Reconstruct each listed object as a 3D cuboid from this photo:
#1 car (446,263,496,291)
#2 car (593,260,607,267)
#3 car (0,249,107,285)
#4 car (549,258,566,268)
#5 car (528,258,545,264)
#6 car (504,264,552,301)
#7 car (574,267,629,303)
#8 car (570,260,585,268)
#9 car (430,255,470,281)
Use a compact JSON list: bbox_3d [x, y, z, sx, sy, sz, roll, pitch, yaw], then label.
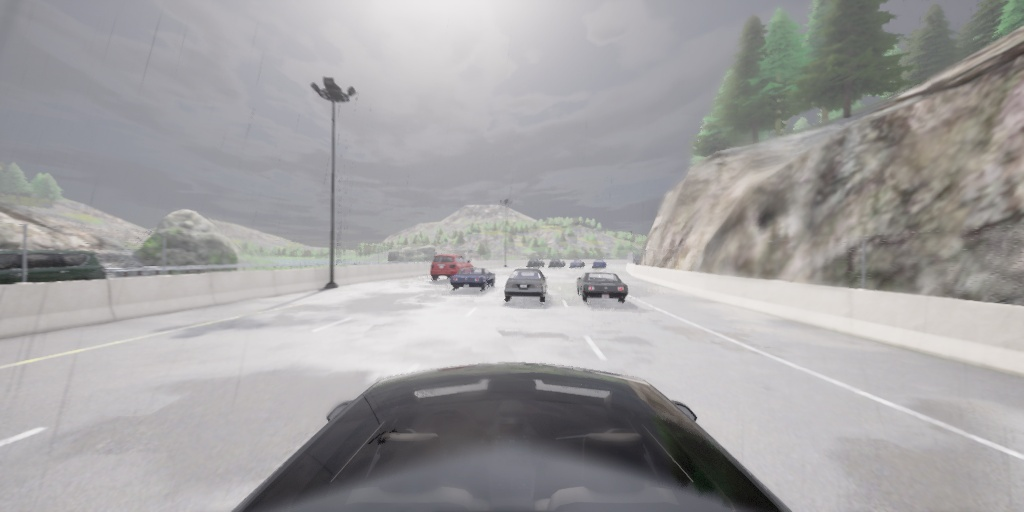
[{"bbox_3d":[-2.212,1.328,21.728,1.895,1.301,4.718,1,0,7],"label":"car"},{"bbox_3d":[15.256,1.390,62.219,1.882,1.535,5.008,0,0,22],"label":"car"},{"bbox_3d":[-17.289,0.788,11.925,2.150,2.045,5.566,1,0,3],"label":"car"},{"bbox_3d":[8.016,1.187,62.908,2.097,1.767,4.553,1,0,21],"label":"car"},{"bbox_3d":[4.300,1.148,63.066,2.097,1.767,4.553,1,0,20],"label":"car"},{"bbox_3d":[0.755,1.305,17.416,2.033,1.411,5.357,1,0,6],"label":"car"},{"bbox_3d":[4.154,1.395,17.197,1.895,1.301,4.718,1,0,6],"label":"car"},{"bbox_3d":[11.466,1.419,62.613,2.033,1.411,5.357,1,0,22],"label":"car"},{"bbox_3d":[-4.788,0.922,29.211,2.150,2.045,5.566,0,0,10],"label":"car"}]
